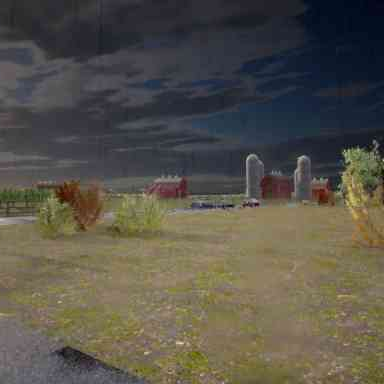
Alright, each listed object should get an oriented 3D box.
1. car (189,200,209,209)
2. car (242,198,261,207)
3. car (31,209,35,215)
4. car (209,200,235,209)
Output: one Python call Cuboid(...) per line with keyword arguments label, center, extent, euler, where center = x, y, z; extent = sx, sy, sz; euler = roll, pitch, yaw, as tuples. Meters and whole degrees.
Cuboid(label="car", center=(1.749, 2.117, 56.004), extent=(2.033, 1.411, 5.357), euler=(-1, -1, 36))
Cuboid(label="car", center=(11.417, 1.989, 63.318), extent=(2.097, 1.767, 4.553), euler=(-1, -1, 36))
Cuboid(label="car", center=(-13.930, 1.879, 34.367), extent=(1.895, 1.301, 4.718), euler=(-1, -1, 36))
Cuboid(label="car", center=(5.409, 2.014, 54.916), extent=(2.128, 1.511, 4.902), euler=(-1, -1, 36))
